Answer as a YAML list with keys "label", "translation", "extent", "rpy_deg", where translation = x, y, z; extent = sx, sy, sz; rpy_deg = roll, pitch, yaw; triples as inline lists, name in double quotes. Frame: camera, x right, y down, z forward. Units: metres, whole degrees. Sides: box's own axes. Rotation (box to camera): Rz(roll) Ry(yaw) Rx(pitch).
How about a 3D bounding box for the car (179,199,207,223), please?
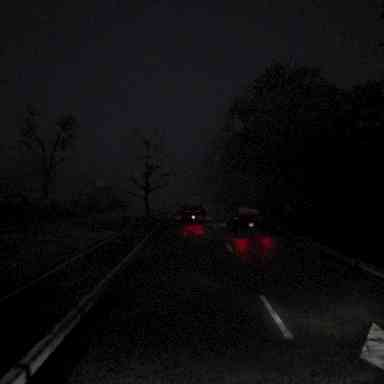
- label: "car"
  translation: [0.102, 1.524, 25.790]
  extent: [1.837, 1.490, 4.892]
  rpy_deg: [0, 0, 0]

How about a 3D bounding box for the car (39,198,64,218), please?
- label: "car"
  translation: [-13.772, 1.396, 28.759]
  extent: [4.553, 1.767, 2.185]
  rpy_deg: [-1, 0, -20]

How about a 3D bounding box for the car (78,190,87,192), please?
- label: "car"
  translation: [-28.173, 0.482, 87.485]
  extent: [2.002, 1.452, 4.674]
  rpy_deg: [6, -3, -19]

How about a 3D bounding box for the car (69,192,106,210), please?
- label: "car"
  translation: [-13.821, 1.343, 40.744]
  extent: [5.566, 2.045, 2.435]
  rpy_deg: [-1, 0, -20]

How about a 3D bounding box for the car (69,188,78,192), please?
- label: "car"
  translation: [-31.168, -0.080, 87.548]
  extent: [2.435, 2.045, 5.566]
  rpy_deg: [6, -3, -19]

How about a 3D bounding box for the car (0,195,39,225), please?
- label: "car"
  translation: [-13.833, 1.248, 22.733]
  extent: [5.566, 2.045, 2.435]
  rpy_deg: [-1, 0, -20]

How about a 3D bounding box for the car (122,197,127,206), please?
- label: "car"
  translation: [-13.720, 1.427, 52.793]
  extent: [5.566, 2.045, 2.435]
  rpy_deg: [-1, -1, -20]

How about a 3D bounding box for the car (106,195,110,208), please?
- label: "car"
  translation: [-13.961, 1.614, 43.692]
  extent: [5.366, 1.575, 1.946]
  rpy_deg: [-1, 0, -20]

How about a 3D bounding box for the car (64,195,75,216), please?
- label: "car"
  translation: [-13.833, 1.412, 31.745]
  extent: [4.553, 1.767, 2.185]
  rpy_deg: [-1, -1, -20]

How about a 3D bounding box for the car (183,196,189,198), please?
- label: "car"
  translation: [0.087, 1.641, 42.494]
  extent: [1.812, 1.442, 4.674]
  rpy_deg: [0, 0, 0]

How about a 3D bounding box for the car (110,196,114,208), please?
- label: "car"
  translation: [-13.772, 1.676, 46.759]
  extent: [4.674, 1.452, 2.002]
  rpy_deg: [-1, 0, -20]

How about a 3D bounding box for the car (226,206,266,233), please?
- label: "car"
  translation: [3.102, 1.526, 19.691]
  extent: [1.812, 1.442, 4.674]
  rpy_deg: [0, 0, 0]

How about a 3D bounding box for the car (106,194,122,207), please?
- label: "car"
  translation: [-13.793, 1.406, 49.757]
  extent: [5.566, 2.045, 2.435]
  rpy_deg: [-1, 0, -20]

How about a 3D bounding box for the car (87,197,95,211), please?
- label: "car"
  translation: [-13.821, 1.603, 37.738]
  extent: [4.792, 1.488, 2.163]
  rpy_deg: [-1, 0, -20]

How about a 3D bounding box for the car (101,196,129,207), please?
- label: "car"
  translation: [-13.630, 1.596, 58.807]
  extent: [4.553, 1.767, 2.185]
  rpy_deg: [-1, 0, -19]

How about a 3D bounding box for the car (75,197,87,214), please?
- label: "car"
  translation: [-13.805, 1.557, 34.754]
  extent: [4.892, 1.521, 2.231]
  rpy_deg: [-1, -1, -20]
